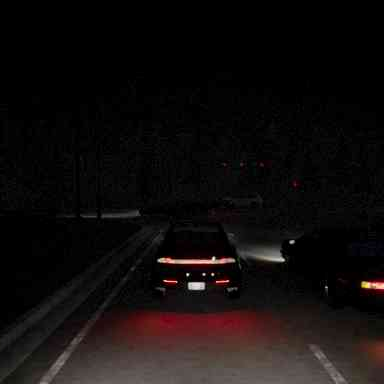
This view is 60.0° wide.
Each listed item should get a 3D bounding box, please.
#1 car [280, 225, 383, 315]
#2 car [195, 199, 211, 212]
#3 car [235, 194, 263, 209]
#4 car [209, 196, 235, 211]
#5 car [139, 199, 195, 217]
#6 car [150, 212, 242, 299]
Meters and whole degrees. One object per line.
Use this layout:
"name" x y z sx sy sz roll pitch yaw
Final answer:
"car" 3.597 1.547 7.831 2.033 1.411 5.357 0 0 0
"car" -0.684 1.601 33.882 4.718 1.301 1.895 0 0 1
"car" 6.631 1.222 44.314 5.566 2.045 2.150 0 0 1
"car" 2.404 1.491 40.854 4.902 1.511 2.128 0 0 1
"car" -2.385 1.491 30.396 4.902 1.511 2.128 0 0 1
"car" 0.099 1.492 8.457 2.128 1.511 4.902 0 0 0
